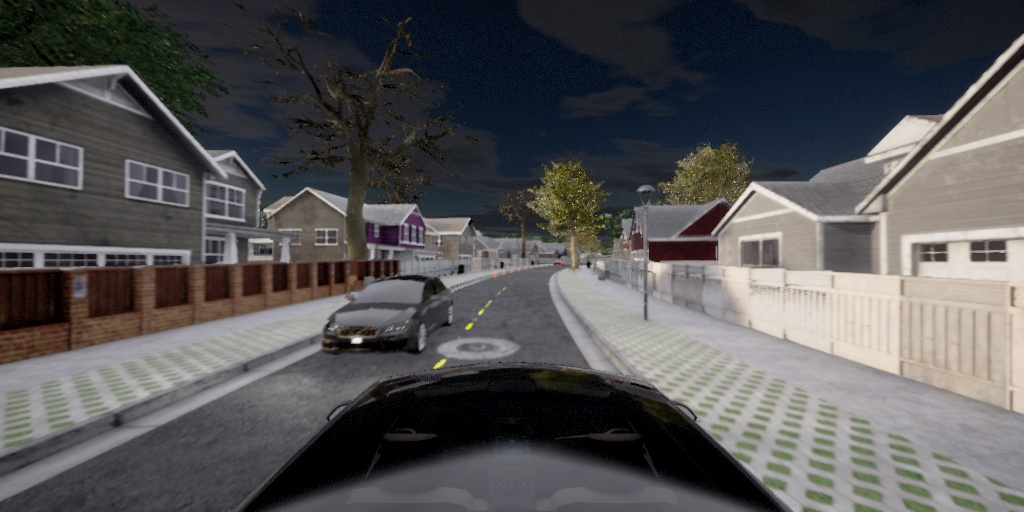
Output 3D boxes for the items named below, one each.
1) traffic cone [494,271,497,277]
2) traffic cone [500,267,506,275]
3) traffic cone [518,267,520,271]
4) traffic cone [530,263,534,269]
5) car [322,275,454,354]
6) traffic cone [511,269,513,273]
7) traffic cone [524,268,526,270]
[{"bbox_3d":[-1.600,1.748,34.296,0.340,0.580,0.340,0,0,8],"label":"traffic cone"},{"bbox_3d":[-0.864,1.760,39.294,0.340,0.580,0.340,0,0,9],"label":"traffic cone"},{"bbox_3d":[0.917,1.789,49.237,0.340,0.580,0.340,0,0,11],"label":"traffic cone"},{"bbox_3d":[3.105,1.826,59.100,0.340,0.580,0.340,0,0,14],"label":"traffic cone"},{"bbox_3d":[-2.673,1.253,8.809,1.837,1.490,4.892,0,0,2],"label":"car"},{"bbox_3d":[-0.024,1.773,44.275,0.340,0.580,0.340,0,0,10],"label":"traffic cone"},{"bbox_3d":[1.960,1.806,54.181,0.340,0.580,0.340,0,0,13],"label":"traffic cone"}]
